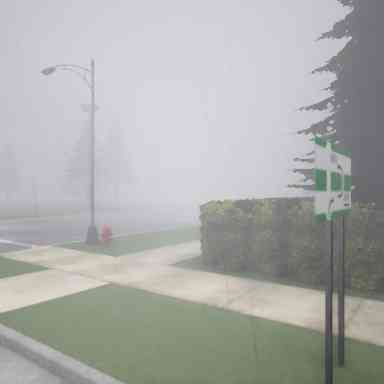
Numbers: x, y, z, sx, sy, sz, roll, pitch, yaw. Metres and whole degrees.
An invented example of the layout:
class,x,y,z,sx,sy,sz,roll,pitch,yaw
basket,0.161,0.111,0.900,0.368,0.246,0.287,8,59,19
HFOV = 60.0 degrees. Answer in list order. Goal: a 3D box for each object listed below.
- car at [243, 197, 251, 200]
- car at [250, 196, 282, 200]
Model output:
class,x,y,z,sx,sy,sz,roll,pitch,yaw
car,10.515,1.547,57.659,2.033,1.411,5.357,0,0,38
car,10.153,1.526,45.286,1.812,1.442,4.674,0,0,36
